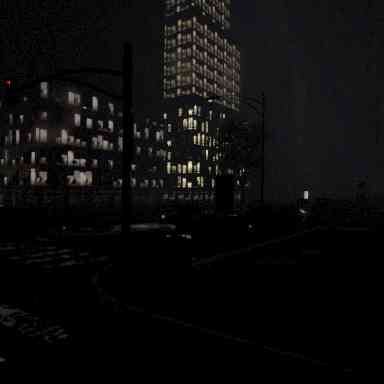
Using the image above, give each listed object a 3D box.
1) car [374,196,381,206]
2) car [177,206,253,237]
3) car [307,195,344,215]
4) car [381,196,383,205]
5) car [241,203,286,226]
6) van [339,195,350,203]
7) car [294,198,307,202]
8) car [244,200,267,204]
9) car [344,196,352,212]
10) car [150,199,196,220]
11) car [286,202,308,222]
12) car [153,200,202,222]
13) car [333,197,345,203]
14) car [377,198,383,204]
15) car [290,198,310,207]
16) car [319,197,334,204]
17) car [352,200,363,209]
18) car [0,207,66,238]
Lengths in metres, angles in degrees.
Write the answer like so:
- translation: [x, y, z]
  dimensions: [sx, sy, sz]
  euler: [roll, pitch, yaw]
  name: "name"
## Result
- translation: [35.029, 1.940, 64.756]
  dimensions: [1.752, 1.417, 4.829]
  euler: [1, 0, 36]
  name: "car"
- translation: [1.448, 1.696, 19.106]
  dimensions: [2.008, 1.369, 4.403]
  euler: [1, 0, 36]
  name: "car"
- translation: [15.202, 1.569, 37.786]
  dimensions: [2.192, 1.841, 5.009]
  euler: [1, 0, 36]
  name: "car"
- translation: [41.529, 1.784, 73.547]
  dimensions: [2.192, 1.841, 5.009]
  euler: [1, 0, 36]
  name: "car"
- translation: [4.707, 1.737, 23.514]
  dimensions: [1.947, 1.339, 4.313]
  euler: [1, 0, 36]
  name: "car"
- translation: [38.088, 1.706, 82.991]
  dimensions: [1.690, 1.788, 3.998]
  euler: [1, 0, 36]
  name: "van"
- translation: [16.133, 1.627, 48.755]
  dimensions: [1.837, 1.490, 4.892]
  euler: [1, 0, 36]
  name: "car"
- translation: [6.962, 1.627, 36.497]
  dimensions: [2.128, 1.511, 4.902]
  euler: [1, 0, 37]
  name: "car"
- translation: [18.474, 1.721, 42.271]
  dimensions: [1.967, 1.590, 4.097]
  euler: [1, 0, 36]
  name: "car"
- translation: [-1.609, 1.481, 29.500]
  dimensions: [1.967, 1.590, 4.097]
  euler: [1, 0, 36]
  name: "car"
- translation: [7.964, 1.779, 27.922]
  dimensions: [1.802, 1.307, 4.206]
  euler: [1, 0, 36]
  name: "car"
- translation: [-0.636, 1.566, 26.235]
  dimensions: [2.128, 1.511, 4.902]
  euler: [1, 0, 37]
  name: "car"
- translation: [34.685, 1.862, 78.391]
  dimensions: [1.752, 1.417, 4.829]
  euler: [1, 0, 36]
  name: "car"
- translation: [44.825, 2.047, 78.012]
  dimensions: [2.008, 1.369, 4.403]
  euler: [1, 0, 36]
  name: "car"
- translation: [18.188, 1.727, 56.070]
  dimensions: [1.752, 1.417, 4.829]
  euler: [1, 0, 36]
  name: "car"
- translation: [28.188, 1.849, 69.599]
  dimensions: [1.947, 1.339, 4.313]
  euler: [1, 0, 36]
  name: "car"
- translation: [25.030, 1.773, 51.228]
  dimensions: [1.967, 1.590, 4.097]
  euler: [1, 0, 36]
  name: "car"
- translation: [-8.645, 1.511, 16.099]
  dimensions: [1.837, 1.490, 4.892]
  euler: [1, 0, 42]
  name: "car"
